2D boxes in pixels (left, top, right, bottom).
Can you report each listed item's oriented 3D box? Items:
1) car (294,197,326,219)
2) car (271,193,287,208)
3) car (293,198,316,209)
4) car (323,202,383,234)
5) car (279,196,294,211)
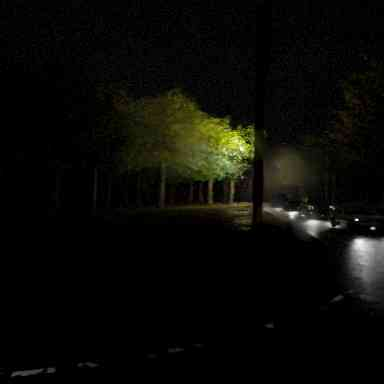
[{"bbox_3d":[10.195,1.225,27.504,2.097,1.767,4.553,1,0,7],"label":"car"},{"bbox_3d":[12.669,1.193,47.771,2.150,2.045,5.566,1,-1,7],"label":"car"},{"bbox_3d":[16.405,1.599,48.771,2.033,1.411,5.357,1,-1,7],"label":"car"},{"bbox_3d":[9.101,1.469,18.467,1.895,1.301,4.718,1,0,7],"label":"car"},{"bbox_3d":[11.431,1.456,37.383,1.994,1.385,4.181,1,0,7],"label":"car"}]
